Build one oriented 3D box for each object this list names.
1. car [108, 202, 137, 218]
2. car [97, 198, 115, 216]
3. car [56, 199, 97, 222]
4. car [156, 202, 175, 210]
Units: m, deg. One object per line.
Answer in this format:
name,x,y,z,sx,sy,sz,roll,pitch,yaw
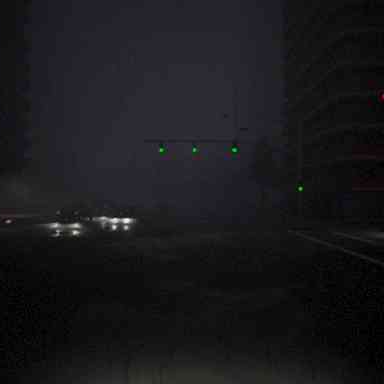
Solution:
car,-7.046,2.020,35.222,1.994,1.385,4.181,0,-1,1
car,-10.557,1.738,39.863,2.150,2.045,5.566,0,-1,0
car,-10.575,1.744,30.273,2.097,1.767,4.553,0,-1,0
car,-4.605,2.320,56.612,1.895,1.301,4.718,0,-1,-27
